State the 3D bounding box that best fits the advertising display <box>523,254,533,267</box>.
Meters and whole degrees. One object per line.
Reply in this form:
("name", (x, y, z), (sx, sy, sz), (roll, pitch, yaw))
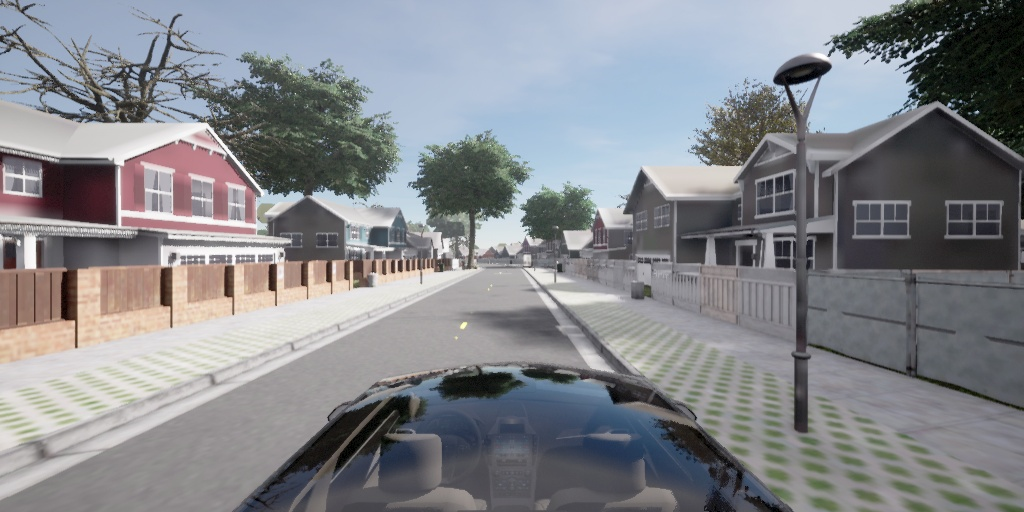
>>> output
("advertising display", (2.626, 0.908, 61.986), (1.540, 2.440, 0.280), (0, 0, -4))
